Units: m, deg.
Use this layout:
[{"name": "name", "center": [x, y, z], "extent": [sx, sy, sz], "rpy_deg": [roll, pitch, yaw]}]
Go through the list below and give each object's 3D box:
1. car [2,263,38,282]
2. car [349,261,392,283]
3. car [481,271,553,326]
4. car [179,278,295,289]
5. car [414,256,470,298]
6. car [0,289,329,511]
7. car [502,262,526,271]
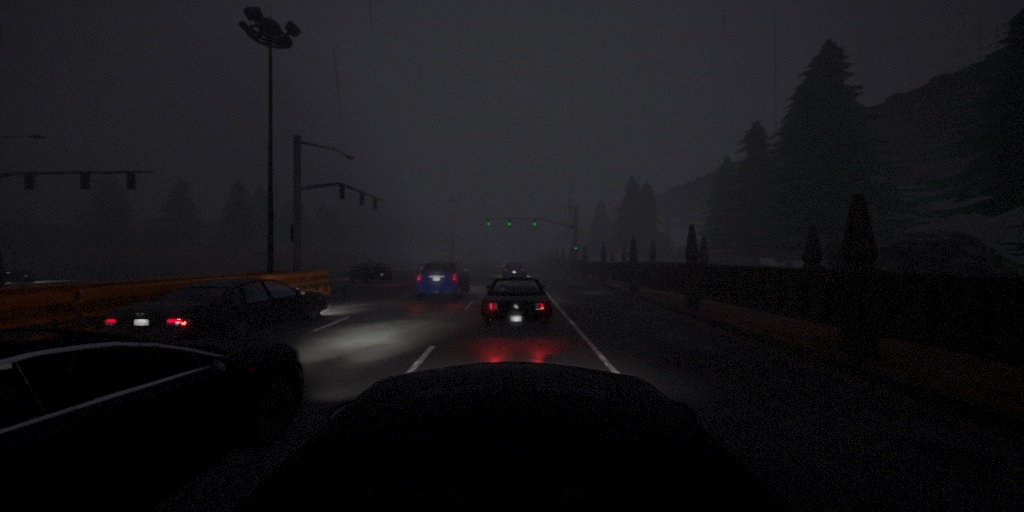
[{"name": "car", "center": [-38.316, 1.196, 26.561], "extent": [4.674, 1.442, 1.812], "rpy_deg": [0, 0, 0]}, {"name": "car", "center": [-10.764, 1.150, 27.141], "extent": [1.882, 1.535, 5.008], "rpy_deg": [1, -1, -40]}, {"name": "car", "center": [0.126, 1.322, 11.442], "extent": [1.895, 1.301, 4.718], "rpy_deg": [0, 0, 0]}, {"name": "car", "center": [-6.880, 1.274, 9.171], "extent": [2.033, 1.411, 5.357], "rpy_deg": [0, 0, 0]}, {"name": "car", "center": [-3.354, 1.051, 18.071], "extent": [2.097, 1.767, 4.553], "rpy_deg": [0, 0, 0]}, {"name": "car", "center": [-3.392, 1.238, 2.329], "extent": [2.128, 1.511, 4.902], "rpy_deg": [0, 0, 0]}, {"name": "car", "center": [0.181, 1.229, 30.284], "extent": [1.994, 1.385, 4.181], "rpy_deg": [0, 0, 0]}]
